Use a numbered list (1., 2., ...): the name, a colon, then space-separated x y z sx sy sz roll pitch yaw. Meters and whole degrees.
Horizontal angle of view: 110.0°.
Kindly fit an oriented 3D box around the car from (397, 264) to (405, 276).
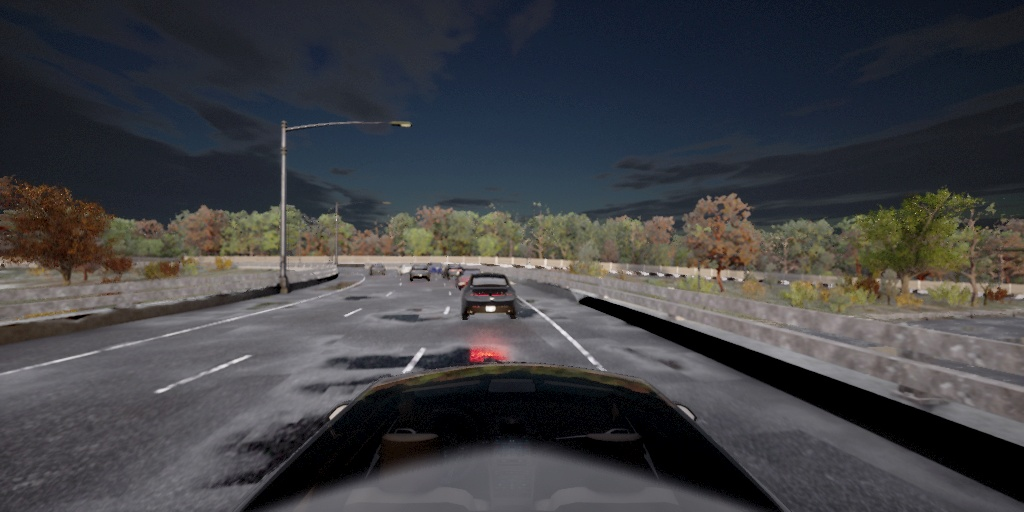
1. car: -13.880 1.803 47.130 1.812 1.442 4.674 0 -1 -25

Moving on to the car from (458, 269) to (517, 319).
1. car: -0.921 1.391 13.526 1.837 1.490 4.892 0 0 -6

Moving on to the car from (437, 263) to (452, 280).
1. car: -6.117 1.645 37.142 2.128 1.511 4.902 0 -1 -19

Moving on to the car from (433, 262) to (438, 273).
1. car: -10.449 1.636 48.009 2.097 1.767 4.553 0 -1 -24

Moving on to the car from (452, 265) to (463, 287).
1. car: -2.925 1.583 25.293 1.994 1.385 4.181 0 -1 -12

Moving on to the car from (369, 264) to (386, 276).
1. car: -17.739 1.771 47.159 2.128 1.511 4.902 0 -1 -25

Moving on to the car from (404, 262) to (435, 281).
1. car: -9.230 1.632 35.476 2.128 1.511 4.902 0 -1 -18
